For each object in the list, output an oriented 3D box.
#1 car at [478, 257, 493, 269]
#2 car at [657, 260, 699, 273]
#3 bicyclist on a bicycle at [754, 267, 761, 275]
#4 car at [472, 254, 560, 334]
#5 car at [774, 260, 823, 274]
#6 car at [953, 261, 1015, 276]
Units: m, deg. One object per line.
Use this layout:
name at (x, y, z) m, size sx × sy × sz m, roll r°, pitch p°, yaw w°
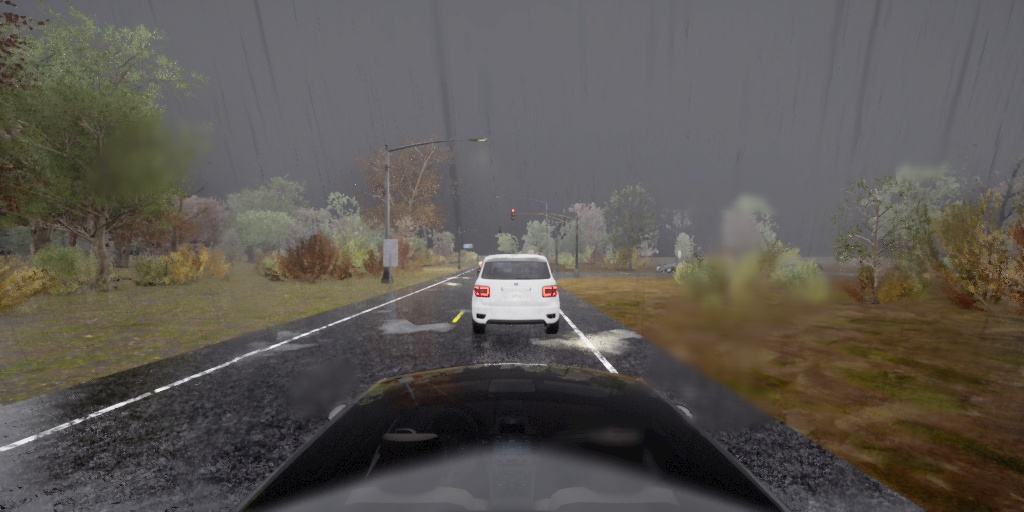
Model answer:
car at (-4.205, 1.104, 57.563) m, size 2.097 × 1.767 × 4.553 m, roll 0°, pitch 0°, yaw -2°
car at (19.370, 1.254, 41.609) m, size 4.902 × 1.511 × 2.128 m, roll 0°, pitch 0°, yaw 1°
bicyclist on a bicycle at (24.018, 1.223, 35.229) m, size 0.582 × 1.620 × 1.656 m, roll 0°, pitch 0°, yaw 1°
car at (0.088, 0.971, 10.744) m, size 2.150 × 2.045 × 5.566 m, roll 0°, pitch 0°, yaw 0°
car at (32.736, 1.249, 41.257) m, size 5.008 × 1.535 × 1.882 m, roll 0°, pitch 0°, yaw 3°
car at (49.073, 1.279, 37.107) m, size 4.902 × 1.511 × 2.128 m, roll 0°, pitch 0°, yaw 5°
